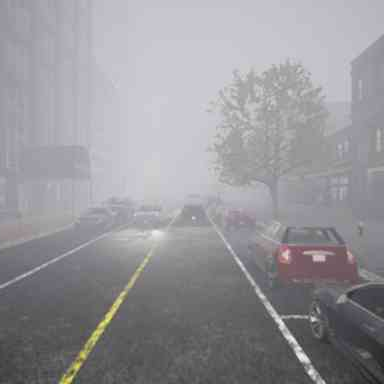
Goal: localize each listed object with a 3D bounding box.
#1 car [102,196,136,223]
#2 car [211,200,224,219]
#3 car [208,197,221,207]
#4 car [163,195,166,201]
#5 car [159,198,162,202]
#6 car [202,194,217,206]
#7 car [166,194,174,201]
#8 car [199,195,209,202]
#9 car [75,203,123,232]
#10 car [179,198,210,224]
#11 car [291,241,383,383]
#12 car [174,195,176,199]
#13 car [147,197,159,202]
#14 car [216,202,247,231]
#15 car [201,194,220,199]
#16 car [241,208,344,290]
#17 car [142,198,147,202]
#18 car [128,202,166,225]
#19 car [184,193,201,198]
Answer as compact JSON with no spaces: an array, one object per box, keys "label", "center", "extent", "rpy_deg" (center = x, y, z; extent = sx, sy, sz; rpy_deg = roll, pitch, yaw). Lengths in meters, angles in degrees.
[{"label":"car","center":[-5.673,1.283,25.660],"extent":[2.192,1.841,5.009],"rpy_deg":[1,0,0]},{"label":"car","center":[2.704,1.550,25.661],"extent":[1.802,1.307,4.206],"rpy_deg":[1,0,0]},{"label":"car","center":[2.705,1.484,31.377],"extent":[1.752,1.417,4.829],"rpy_deg":[1,0,0]},{"label":"car","center":[-5.673,1.443,53.220],"extent":[1.752,1.417,4.829],"rpy_deg":[1,0,0]},{"label":"car","center":[-5.674,1.495,47.845],"extent":[1.947,1.339,4.313],"rpy_deg":[1,0,0]},{"label":"car","center":[2.710,1.232,53.392],"extent":[2.192,1.841,5.009],"rpy_deg":[1,0,0]},{"label":"car","center":[-5.671,1.430,75.573],"extent":[1.947,1.339,4.313],"rpy_deg":[1,0,0]},{"label":"car","center":[2.709,1.430,75.575],"extent":[1.947,1.339,4.313],"rpy_deg":[1,0,0]},{"label":"car","center":[-5.678,1.558,20.114],"extent":[1.802,1.307,4.206],"rpy_deg":[1,0,0]},{"label":"car","center":[0.102,1.476,24.853],"extent":[1.837,1.490,4.892],"rpy_deg":[0,1,0]},{"label":"car","center":[2.701,1.562,3.476],"extent":[1.947,1.339,4.313],"rpy_deg":[1,0,0]},{"label":"car","center":[-5.669,1.383,92.211],"extent":[1.947,1.339,4.313],"rpy_deg":[1,0,0]},{"label":"car","center":[-5.674,1.465,42.127],"extent":[1.752,1.417,4.829],"rpy_deg":[1,0,0]},{"label":"car","center":[2.703,1.521,20.115],"extent":[1.887,1.381,4.507],"rpy_deg":[1,0,0]},{"label":"car","center":[2.709,1.254,42.299],"extent":[2.192,1.841,5.009],"rpy_deg":[1,0,0]},{"label":"car","center":[2.703,1.431,9.022],"extent":[1.967,1.590,4.097],"rpy_deg":[1,0,0]},{"label":"car","center":[-5.675,1.485,31.036],"extent":[1.752,1.417,4.829],"rpy_deg":[1,0,0]},{"label":"car","center":[-2.998,1.614,23.825],"extent":[1.895,1.301,4.718],"rpy_deg":[0,0,0]},{"label":"car","center":[0.105,1.154,44.185],"extent":[2.150,2.045,5.566],"rpy_deg":[0,0,0]}]
